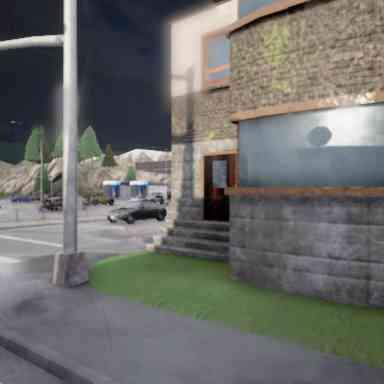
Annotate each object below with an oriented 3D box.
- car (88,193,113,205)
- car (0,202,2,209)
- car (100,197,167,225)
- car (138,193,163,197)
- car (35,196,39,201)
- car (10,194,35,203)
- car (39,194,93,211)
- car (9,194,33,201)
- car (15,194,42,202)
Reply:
[{"bbox_3d":[-13.251,1.051,47.557,1.932,1.855,4.605,0,0,35],"label":"car"},{"bbox_3d":[-20.413,1.191,31.730,1.970,1.475,3.806,0,0,35],"label":"car"},{"bbox_3d":[-3.609,1.324,22.602,1.812,1.442,4.674,0,0,35],"label":"car"},{"bbox_3d":[-6.027,1.036,52.089,1.905,1.878,3.866,0,0,35],"label":"car"},{"bbox_3d":[-23.016,1.232,55.324,2.007,1.523,4.514,0,0,35],"label":"car"},{"bbox_3d":[-31.154,1.237,61.122,1.845,1.501,3.633,0,0,35],"label":"car"},{"bbox_3d":[-13.355,1.263,35.376,2.007,1.523,4.514,0,0,35],"label":"car"},{"bbox_3d":[-38.997,1.232,75.991,2.007,1.523,4.514,0,0,35],"label":"car"},{"bbox_3d":[-36.404,1.228,74.224,2.152,1.636,5.027,0,0,35],"label":"car"}]
